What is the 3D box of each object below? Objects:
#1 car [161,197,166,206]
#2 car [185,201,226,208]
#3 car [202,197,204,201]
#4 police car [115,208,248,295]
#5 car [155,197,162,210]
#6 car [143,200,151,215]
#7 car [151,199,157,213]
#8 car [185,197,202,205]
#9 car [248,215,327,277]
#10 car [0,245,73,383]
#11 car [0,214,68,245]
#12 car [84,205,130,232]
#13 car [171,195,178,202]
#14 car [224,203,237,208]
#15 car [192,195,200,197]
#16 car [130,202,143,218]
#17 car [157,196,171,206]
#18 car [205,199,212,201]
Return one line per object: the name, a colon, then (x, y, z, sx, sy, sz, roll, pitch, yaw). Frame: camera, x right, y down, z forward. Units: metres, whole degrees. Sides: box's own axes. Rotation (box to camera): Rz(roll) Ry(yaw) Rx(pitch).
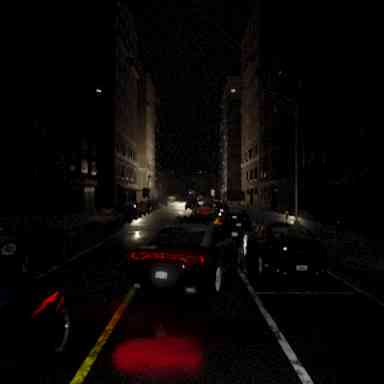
car: (-5.365, 1.754, 48.063, 2.008, 1.369, 4.403, 0, 0, 0)
car: (0.727, 1.539, 18.902, 1.801, 1.575, 5.366, 0, 0, 2)
car: (2.660, 1.729, 48.220, 1.752, 1.417, 4.829, 0, 0, 0)
police car: (0.145, 1.465, 9.124, 1.930, 1.638, 5.238, 0, 0, 17)
car: (-5.367, 1.734, 42.651, 2.008, 1.369, 4.403, 0, 0, 0)
car: (-5.373, 1.663, 31.655, 1.752, 1.417, 4.829, 0, 0, 0)
car: (-5.370, 1.743, 37.238, 1.802, 1.307, 4.206, 0, 0, 0)
car: (0.028, 1.757, 45.393, 1.994, 1.385, 4.181, 0, 0, 0)
car: (2.641, 1.596, 10.161, 2.008, 1.369, 4.403, 0, 0, 0)
car: (-2.748, 1.579, 3.241, 1.994, 1.385, 4.181, 0, 0, 0)
car: (-5.384, 1.485, 10.175, 1.967, 1.590, 4.097, 0, 0, 0)
car: (-5.379, 1.616, 20.830, 1.752, 1.417, 4.829, 0, 0, 0)
car: (-5.346, 1.891, 85.352, 2.008, 1.369, 4.403, 0, 0, 0)
car: (2.646, 1.642, 20.987, 2.008, 1.369, 4.403, 0, 0, 0)
car: (0.028, 1.722, 59.236, 1.882, 1.535, 5.008, 0, 0, 0)
car: (-5.376, 1.681, 26.412, 1.947, 1.339, 4.313, 0, 0, 0)
car: (-5.359, 1.558, 58.889, 2.192, 1.841, 5.009, 0, 0, 0)
car: (2.655, 1.727, 37.224, 1.947, 1.339, 4.313, 0, 0, 0)
